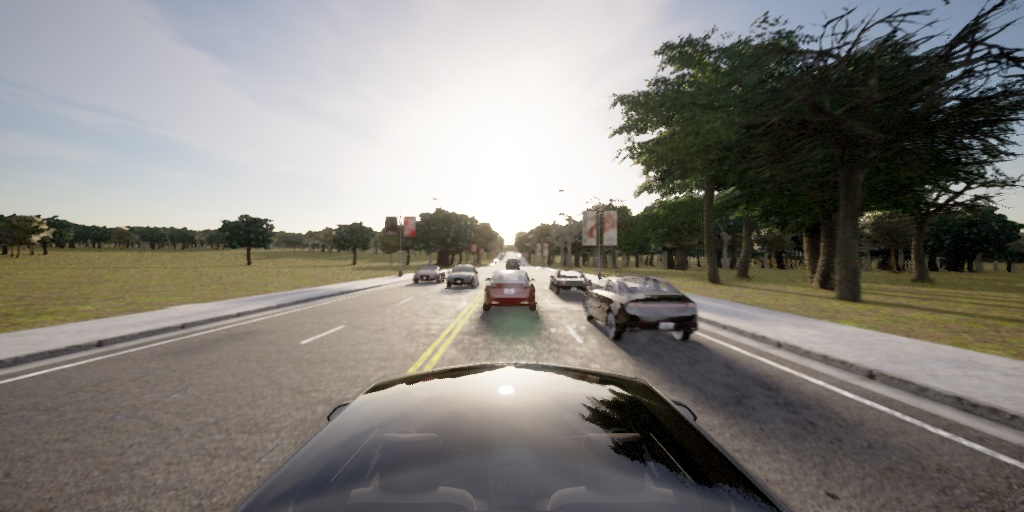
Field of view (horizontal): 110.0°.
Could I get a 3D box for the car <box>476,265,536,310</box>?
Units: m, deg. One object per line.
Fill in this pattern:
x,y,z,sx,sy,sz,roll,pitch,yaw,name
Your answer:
-0.073,1.309,14.993,2.163,1.488,4.792,0,0,0,car

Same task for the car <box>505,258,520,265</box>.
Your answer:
0.083,1.404,55.739,2.150,2.045,5.566,0,-1,0,car

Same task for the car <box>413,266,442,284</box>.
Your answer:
-6.591,1.474,29.076,1.994,1.385,4.181,0,-1,0,car

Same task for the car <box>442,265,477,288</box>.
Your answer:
-3.346,1.379,24.962,1.837,1.490,4.892,0,-1,0,car

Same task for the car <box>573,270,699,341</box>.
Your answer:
3.249,1.272,9.960,2.128,1.511,4.902,0,0,0,car

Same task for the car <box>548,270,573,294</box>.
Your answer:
3.247,1.445,20.995,1.895,1.301,4.718,0,0,0,car
